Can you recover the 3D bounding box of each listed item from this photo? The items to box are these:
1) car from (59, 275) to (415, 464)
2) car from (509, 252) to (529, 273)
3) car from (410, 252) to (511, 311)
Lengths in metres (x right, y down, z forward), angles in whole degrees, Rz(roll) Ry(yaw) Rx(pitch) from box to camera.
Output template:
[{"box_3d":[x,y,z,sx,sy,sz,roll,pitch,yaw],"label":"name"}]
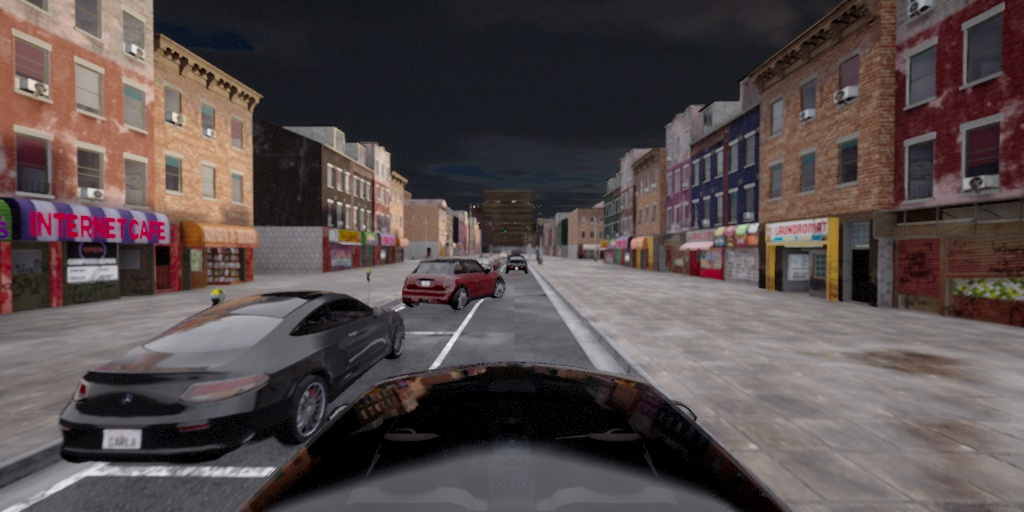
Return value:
[{"box_3d":[-2.989,1.204,5.072,1.812,1.442,4.674,0,1,1],"label":"car"},{"box_3d":[0.412,0.675,31.256,1.837,1.490,4.892,0,2,1],"label":"car"},{"box_3d":[-1.970,0.861,13.423,2.097,1.767,4.553,0,1,22],"label":"car"}]
